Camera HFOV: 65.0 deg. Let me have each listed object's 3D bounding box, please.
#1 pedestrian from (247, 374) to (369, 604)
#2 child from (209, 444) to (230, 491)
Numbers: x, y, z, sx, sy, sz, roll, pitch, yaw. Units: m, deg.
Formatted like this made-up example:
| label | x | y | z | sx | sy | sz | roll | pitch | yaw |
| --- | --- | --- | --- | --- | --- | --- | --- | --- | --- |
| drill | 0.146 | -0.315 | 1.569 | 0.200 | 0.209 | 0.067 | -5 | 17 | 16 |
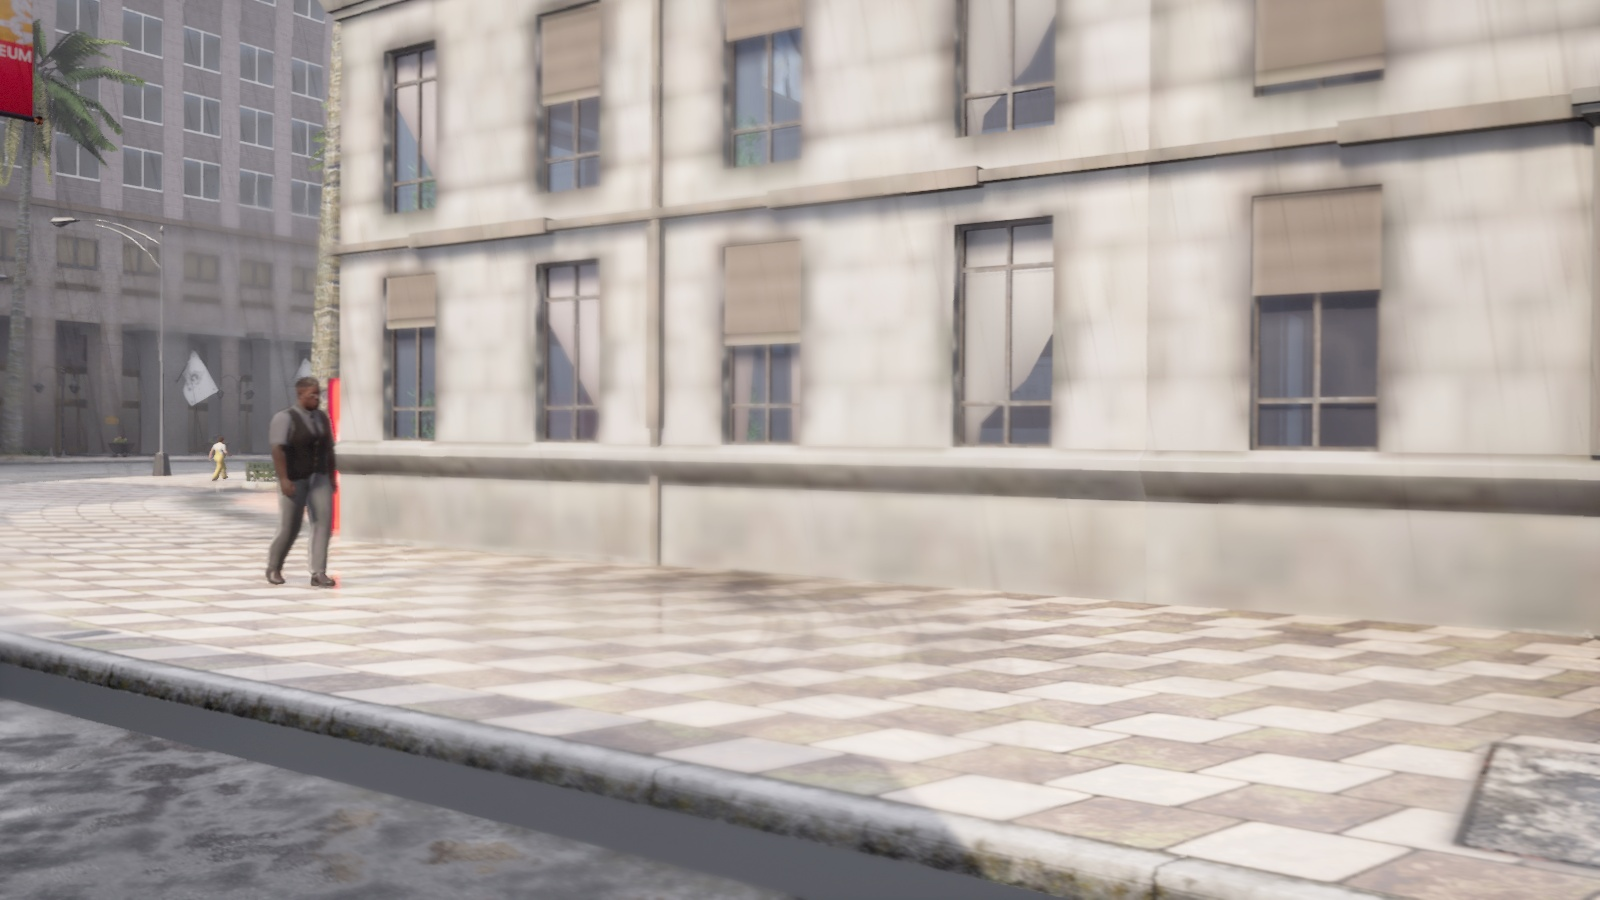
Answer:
| label | x | y | z | sx | sy | sz | roll | pitch | yaw |
| --- | --- | --- | --- | --- | --- | --- | --- | --- | --- |
| pedestrian | -4.201 | 0.316 | 10.725 | 0.849 | 1.883 | 0.563 | 0 | 1 | 35 |
| child | -15.781 | 0.468 | 34.129 | 0.270 | 1.263 | 0.437 | 0 | 1 | 25 |
